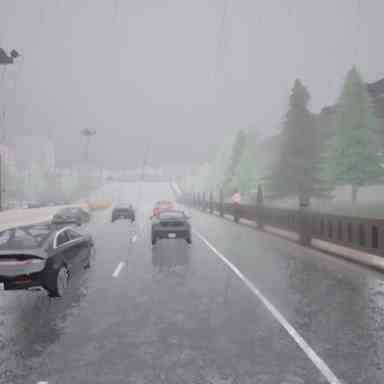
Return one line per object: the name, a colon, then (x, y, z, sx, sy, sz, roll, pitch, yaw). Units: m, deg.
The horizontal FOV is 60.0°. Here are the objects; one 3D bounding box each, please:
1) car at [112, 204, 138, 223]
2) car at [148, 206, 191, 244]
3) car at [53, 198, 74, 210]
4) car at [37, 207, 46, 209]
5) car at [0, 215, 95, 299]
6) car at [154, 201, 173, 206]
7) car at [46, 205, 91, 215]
car: (-5.895, 1.817, 29.298, 1.837, 1.490, 4.892, 0, -1, -6)
car: (-1.105, 1.667, 16.866, 1.837, 1.490, 4.892, 0, -1, -6)
car: (-23.367, 2.064, 60.792, 2.150, 2.045, 5.566, 0, -1, -6)
car: (-26.613, 2.289, 57.994, 2.033, 1.411, 5.357, 0, -1, -6)
car: (-3.870, 1.601, 8.689, 2.128, 1.511, 4.902, 0, -1, -4)
car: (-3.107, 1.707, 36.286, 2.097, 1.767, 4.553, 0, 0, -6)
car: (-8.985, 1.848, 25.226, 2.033, 1.411, 5.357, 0, -1, -6)
